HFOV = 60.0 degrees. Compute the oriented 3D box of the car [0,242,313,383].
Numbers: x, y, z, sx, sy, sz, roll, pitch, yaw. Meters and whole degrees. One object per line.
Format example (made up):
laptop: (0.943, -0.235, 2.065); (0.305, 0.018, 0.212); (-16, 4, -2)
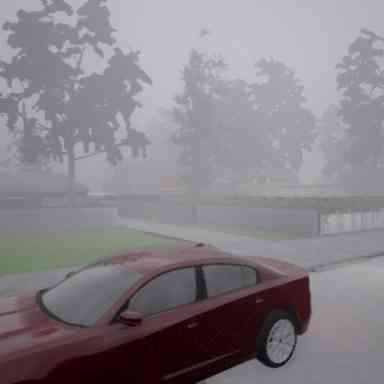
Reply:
car: (-0.556, 1.481, 4.204); (5.008, 1.535, 1.882); (0, 0, -36)
